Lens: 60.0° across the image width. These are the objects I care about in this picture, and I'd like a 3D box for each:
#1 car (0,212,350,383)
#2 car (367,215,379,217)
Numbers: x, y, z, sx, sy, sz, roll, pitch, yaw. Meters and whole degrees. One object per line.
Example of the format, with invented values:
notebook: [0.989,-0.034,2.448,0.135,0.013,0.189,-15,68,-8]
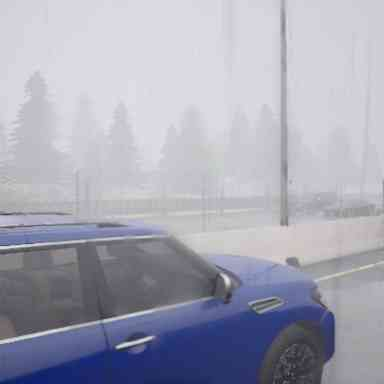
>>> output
car: [-1.054,1.216,3.026,5.566,2.045,2.150,-1,1,-35]
car: [14.362,1.284,22.806,4.892,1.490,1.837,-1,0,-35]
